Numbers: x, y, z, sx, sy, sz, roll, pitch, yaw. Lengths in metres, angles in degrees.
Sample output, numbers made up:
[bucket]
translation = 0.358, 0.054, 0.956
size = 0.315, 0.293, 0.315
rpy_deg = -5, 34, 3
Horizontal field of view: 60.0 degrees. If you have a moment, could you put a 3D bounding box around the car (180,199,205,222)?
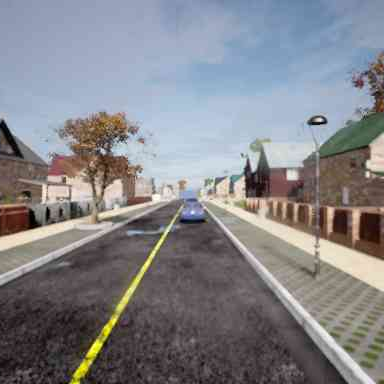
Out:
[car]
translation = 0.044, 1.510, 26.073
size = 2.033, 1.411, 5.357
rpy_deg = 0, 0, 0
